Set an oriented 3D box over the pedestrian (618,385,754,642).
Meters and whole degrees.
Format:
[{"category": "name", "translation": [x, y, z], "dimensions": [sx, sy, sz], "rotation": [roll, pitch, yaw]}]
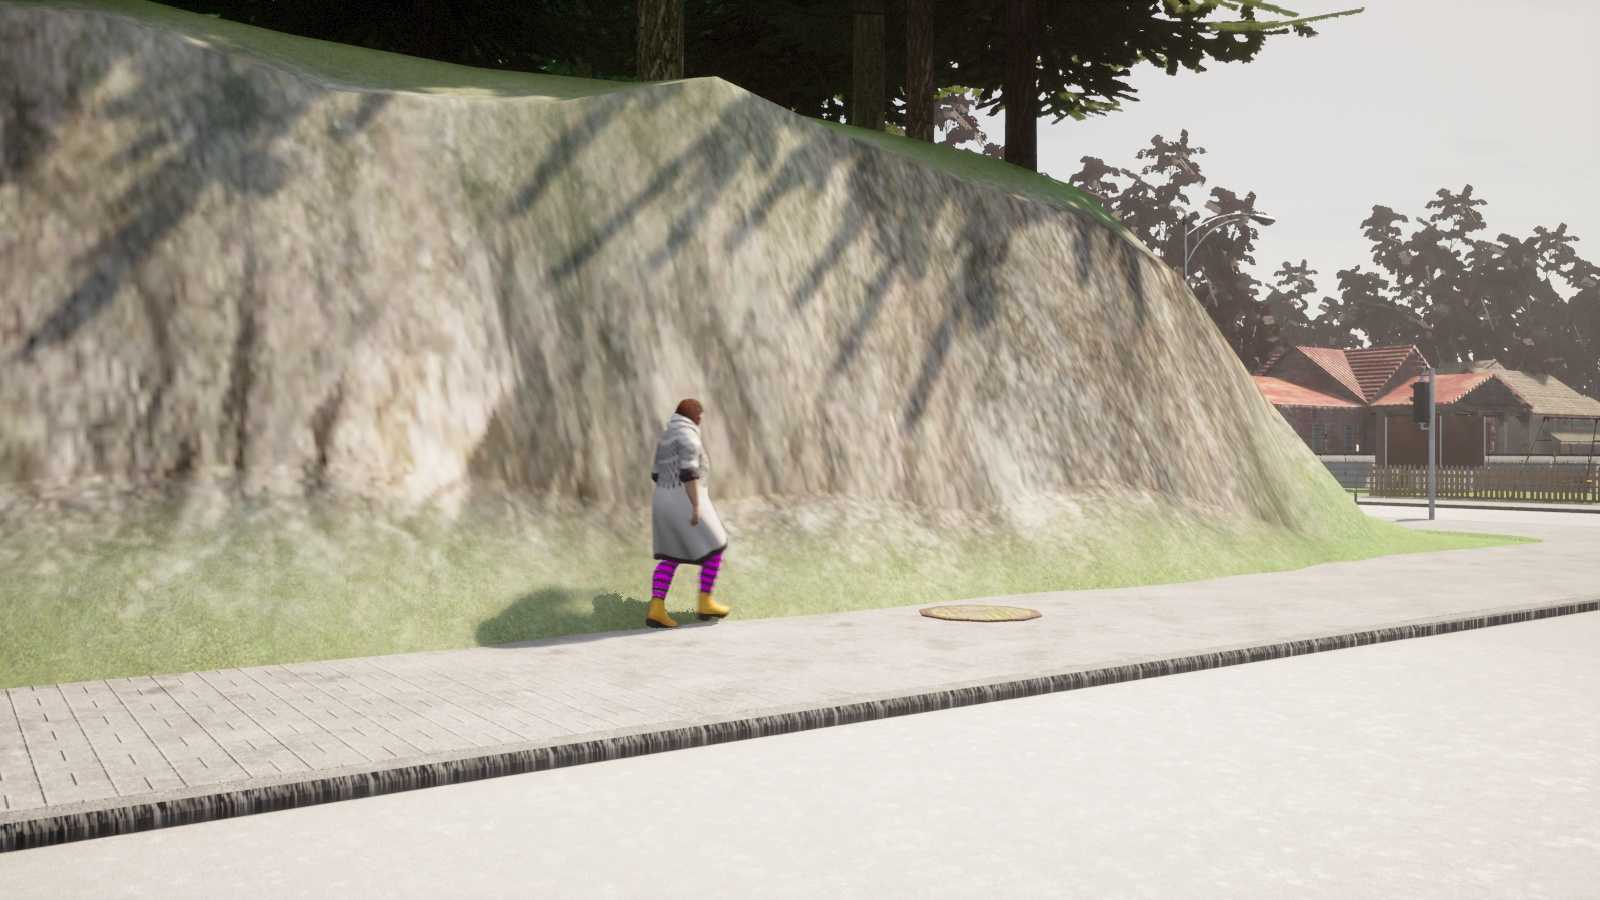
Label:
[{"category": "pedestrian", "translation": [-0.914, 0.481, 10.057], "dimensions": [0.873, 1.952, 0.659], "rotation": [0, 0, -35]}]
